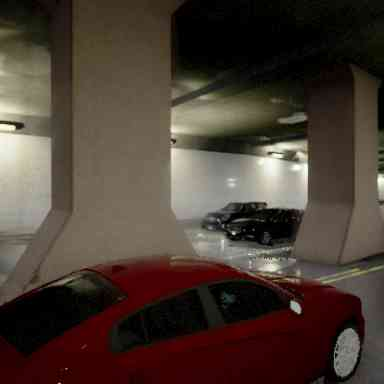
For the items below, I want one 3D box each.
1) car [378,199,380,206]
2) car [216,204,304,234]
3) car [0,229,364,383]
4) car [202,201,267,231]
[{"bbox_3d":[28.222,1.243,52.732,2.097,1.767,4.553,0,0,16],"label":"car"},{"bbox_3d":[3.671,1.480,15.356,4.892,1.490,1.837,0,0,-37],"label":"car"},{"bbox_3d":[-0.035,1.473,3.709,5.008,1.535,1.882,0,0,-35],"label":"car"},{"bbox_3d":[2.736,1.325,19.055,4.553,1.767,2.097,0,0,-38],"label":"car"}]
